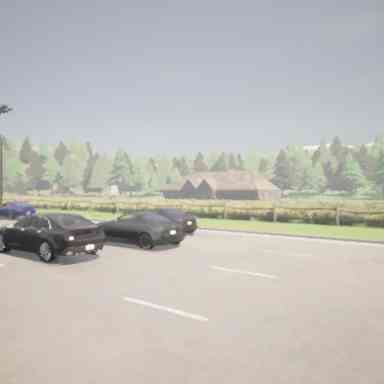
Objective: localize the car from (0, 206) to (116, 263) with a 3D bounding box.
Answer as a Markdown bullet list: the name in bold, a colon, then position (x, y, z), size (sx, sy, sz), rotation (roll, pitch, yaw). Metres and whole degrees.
- **car**: position (-5.205, 1.486, 11.980), size (4.892, 1.490, 1.837), rotation (1, 0, 36)

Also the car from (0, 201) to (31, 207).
- **car**: position (-14.637, 1.475, 27.301), size (4.674, 1.442, 1.812), rotation (0, 0, 35)

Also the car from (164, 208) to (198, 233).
- **car**: position (-1.753, 1.542, 18.118), size (4.181, 1.385, 1.994), rotation (0, 0, 36)

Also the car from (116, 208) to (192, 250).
- **car**: position (-2.377, 1.546, 14.258), size (4.181, 1.385, 1.994), rotation (0, 0, 36)
